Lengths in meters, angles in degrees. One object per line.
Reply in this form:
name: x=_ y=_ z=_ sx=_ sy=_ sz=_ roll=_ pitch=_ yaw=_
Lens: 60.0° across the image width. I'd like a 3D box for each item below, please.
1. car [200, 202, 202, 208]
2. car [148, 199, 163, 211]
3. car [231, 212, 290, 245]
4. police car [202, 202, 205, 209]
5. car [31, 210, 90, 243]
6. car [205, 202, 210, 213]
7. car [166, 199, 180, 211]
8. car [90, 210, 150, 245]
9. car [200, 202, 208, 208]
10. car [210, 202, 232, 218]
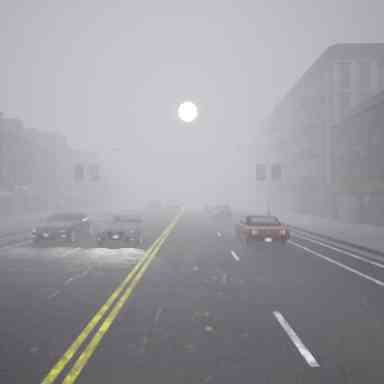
car: x=3.260 y=2.878 z=70.686 sx=1.882 sy=1.535 sz=5.008 roll=0 pitch=-2 yaw=0
car: x=-6.532 y=2.314 z=59.398 sx=2.150 sy=2.045 sz=5.566 roll=0 pitch=-1 yaw=1
car: x=3.357 y=1.830 z=16.775 sx=1.895 sy=1.301 sz=4.718 roll=0 pitch=-1 yaw=0
police car: x=3.258 y=2.528 z=59.802 sx=1.930 sy=1.638 sz=5.238 roll=0 pitch=-2 yaw=0
car: x=-6.597 y=1.746 z=17.466 sx=1.837 sy=1.490 sz=4.892 roll=0 pitch=-1 yaw=0
car: x=3.257 y=2.328 z=48.692 sx=1.812 sy=1.442 sz=4.674 roll=0 pitch=-1 yaw=0
car: x=-3.285 y=2.305 z=59.106 sx=2.150 sy=2.045 sz=5.566 roll=0 pitch=-1 yaw=1
car: x=-3.347 y=1.791 z=16.558 sx=1.994 sy=1.385 sz=4.181 roll=0 pitch=-1 yaw=0
car: x=3.263 y=3.567 z=92.682 sx=1.882 sy=1.535 sz=5.008 roll=0 pitch=-2 yaw=0
car: x=3.345 y=2.082 z=36.153 sx=2.033 sy=1.411 sz=5.357 roll=0 pitch=-1 yaw=1
